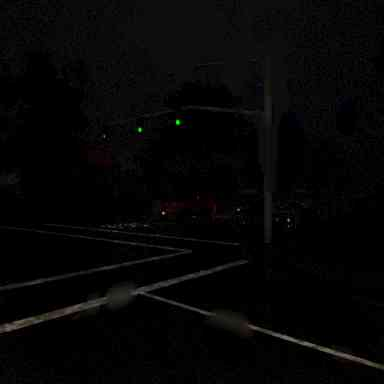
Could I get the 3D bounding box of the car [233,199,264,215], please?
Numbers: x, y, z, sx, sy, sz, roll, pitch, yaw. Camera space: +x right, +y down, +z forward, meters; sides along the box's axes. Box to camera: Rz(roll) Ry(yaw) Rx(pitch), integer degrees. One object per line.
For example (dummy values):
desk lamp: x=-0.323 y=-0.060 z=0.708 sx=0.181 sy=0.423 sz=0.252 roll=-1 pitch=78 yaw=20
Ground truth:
car: x=6.173 y=1.491 z=34.493 sx=2.128 sy=1.511 sz=4.902 roll=0 pitch=0 yaw=41

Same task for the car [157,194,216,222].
car: x=-0.337 y=1.221 z=27.008 sx=2.150 sy=2.045 sz=5.566 roll=0 pitch=0 yaw=41

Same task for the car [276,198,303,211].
car: x=12.272 y=1.526 z=41.512 sx=1.812 sy=1.442 sz=4.674 roll=0 pitch=0 yaw=41

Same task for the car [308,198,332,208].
car: x=18.905 y=1.601 z=49.120 sx=1.895 sy=1.301 sz=4.718 roll=0 pitch=0 yaw=41
